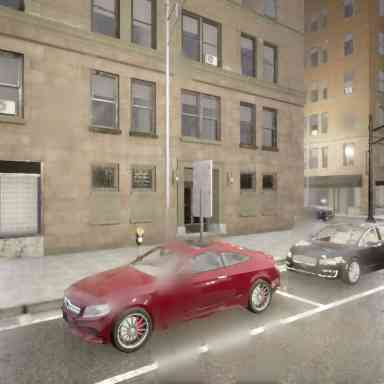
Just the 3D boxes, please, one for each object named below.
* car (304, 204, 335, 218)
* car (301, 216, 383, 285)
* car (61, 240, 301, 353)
[{"bbox_3d":[8.261,1.516,25.181,1.895,1.301,4.718,0,0,-35],"label":"car"},{"bbox_3d":[4.486,1.550,9.367,4.403,1.369,2.008,0,0,-35],"label":"car"},{"bbox_3d":[-0.145,1.582,6.076,4.206,1.307,1.802,0,0,-35],"label":"car"}]
